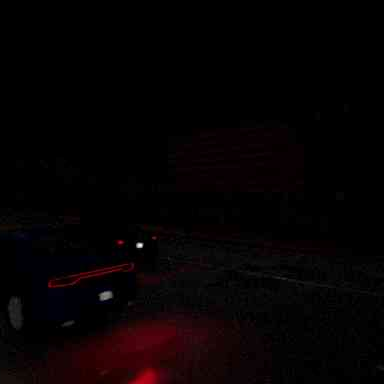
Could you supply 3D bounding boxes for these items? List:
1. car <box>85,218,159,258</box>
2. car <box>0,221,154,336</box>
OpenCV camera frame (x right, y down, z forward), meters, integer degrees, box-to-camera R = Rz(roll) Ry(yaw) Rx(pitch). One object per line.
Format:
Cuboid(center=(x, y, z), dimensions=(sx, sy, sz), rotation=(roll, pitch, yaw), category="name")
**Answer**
Cuboid(center=(-3.062, 1.580, 11.329), dimensions=(4.181, 1.385, 1.994), rotation=(0, 0, 42), category="car")
Cuboid(center=(-3.252, 1.484, 6.849), dimensions=(5.008, 1.535, 1.882), rotation=(0, 0, 40), category="car")
